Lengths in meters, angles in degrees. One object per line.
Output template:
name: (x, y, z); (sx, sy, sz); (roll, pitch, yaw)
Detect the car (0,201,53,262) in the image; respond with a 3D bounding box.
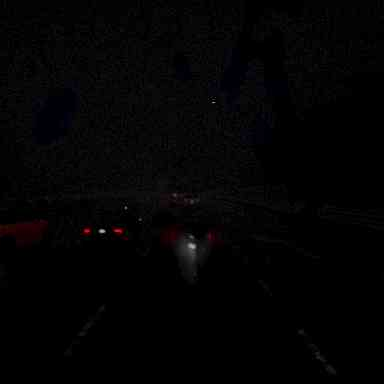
car: (-6.995, 1.377, 12.403); (2.097, 1.767, 4.553); (0, 0, 0)

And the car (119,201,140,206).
car: (-6.989, 1.634, 37.182); (1.994, 1.385, 4.181); (0, 0, 0)

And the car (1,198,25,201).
car: (-17.570, 1.416, 32.095); (2.097, 1.767, 4.553); (0, 0, 0)

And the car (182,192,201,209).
car: (0.015, 1.297, 46.986); (2.150, 2.045, 5.566); (0, 0, 0)

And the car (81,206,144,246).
car: (-3.495, 1.580, 15.445); (2.033, 1.411, 5.357); (0, 0, 0)

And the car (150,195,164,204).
car: (-6.978, 1.576, 64.176); (1.837, 1.490, 4.892); (0, 0, 0)

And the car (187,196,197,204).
car: (0.022, 1.547, 64.188); (1.882, 1.535, 5.008); (0, 0, 0)

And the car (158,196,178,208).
car: (-3.483, 1.677, 48.448); (1.895, 1.301, 4.718); (0, 0, 0)

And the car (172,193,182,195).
car: (-3.473, 1.586, 84.135); (2.128, 1.511, 4.902); (0, 0, 0)

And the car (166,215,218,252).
car: (0.004, 1.630, 13.969); (1.895, 1.301, 4.718); (0, 0, 0)

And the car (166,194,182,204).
car: (-3.479, 1.633, 64.164); (1.994, 1.385, 4.181); (0, 0, 0)
